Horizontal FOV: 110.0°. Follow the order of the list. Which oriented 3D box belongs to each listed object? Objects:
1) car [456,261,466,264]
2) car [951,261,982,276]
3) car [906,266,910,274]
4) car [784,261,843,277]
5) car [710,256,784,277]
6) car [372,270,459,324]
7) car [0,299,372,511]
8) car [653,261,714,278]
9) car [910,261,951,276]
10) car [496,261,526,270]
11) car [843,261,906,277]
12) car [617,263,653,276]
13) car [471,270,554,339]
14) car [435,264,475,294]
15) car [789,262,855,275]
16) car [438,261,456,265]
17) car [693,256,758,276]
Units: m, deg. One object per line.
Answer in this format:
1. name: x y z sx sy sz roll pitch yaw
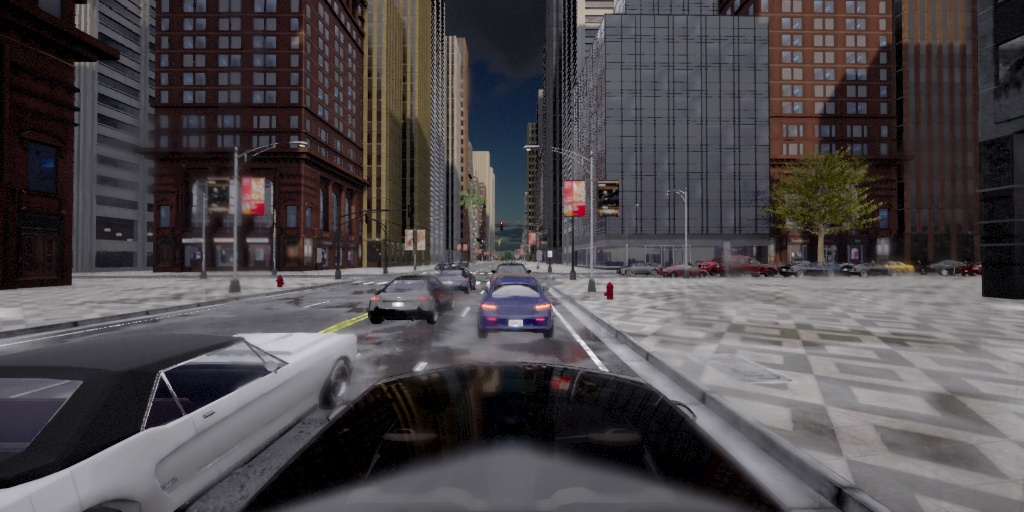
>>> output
1. car: -9.938 1.545 63.028 2.128 1.511 4.902 0 0 0
2. car: 43.445 1.214 32.565 4.507 1.381 1.888 0 0 -1
3. car: 43.132 1.296 41.085 4.829 1.417 1.751 0 0 -1
4. car: 26.532 1.276 32.269 4.313 1.339 1.948 0 0 -1
5. car: 20.896 1.041 32.171 5.009 1.841 2.192 0 0 -1
6. car: -3.171 1.327 12.014 1.994 1.385 4.181 0 0 0
7. car: -3.156 1.351 3.191 1.895 1.301 4.718 0 0 0
8. car: 15.257 1.327 32.072 4.207 1.307 1.802 0 0 -1
9. car: 42.734 1.206 35.178 4.892 1.490 1.837 0 -1 -1
10. car: -0.034 1.135 19.012 2.097 1.767 4.553 0 0 0
11. car: 32.169 1.260 32.368 4.313 1.339 1.948 0 0 -1
12. car: 13.214 1.384 37.813 4.181 1.385 1.994 0 -1 -1
13. car: 0.088 1.284 10.027 1.812 1.442 4.674 0 0 0
14. car: -3.187 1.353 20.402 1.994 1.385 4.181 0 0 0
15. car: 32.893 1.308 38.146 5.357 1.411 2.033 0 -1 -1
16. car: -9.941 1.544 52.742 1.994 1.385 4.181 0 0 0
17. car: 22.516 1.011 37.978 5.566 2.045 2.150 0 -1 -1
